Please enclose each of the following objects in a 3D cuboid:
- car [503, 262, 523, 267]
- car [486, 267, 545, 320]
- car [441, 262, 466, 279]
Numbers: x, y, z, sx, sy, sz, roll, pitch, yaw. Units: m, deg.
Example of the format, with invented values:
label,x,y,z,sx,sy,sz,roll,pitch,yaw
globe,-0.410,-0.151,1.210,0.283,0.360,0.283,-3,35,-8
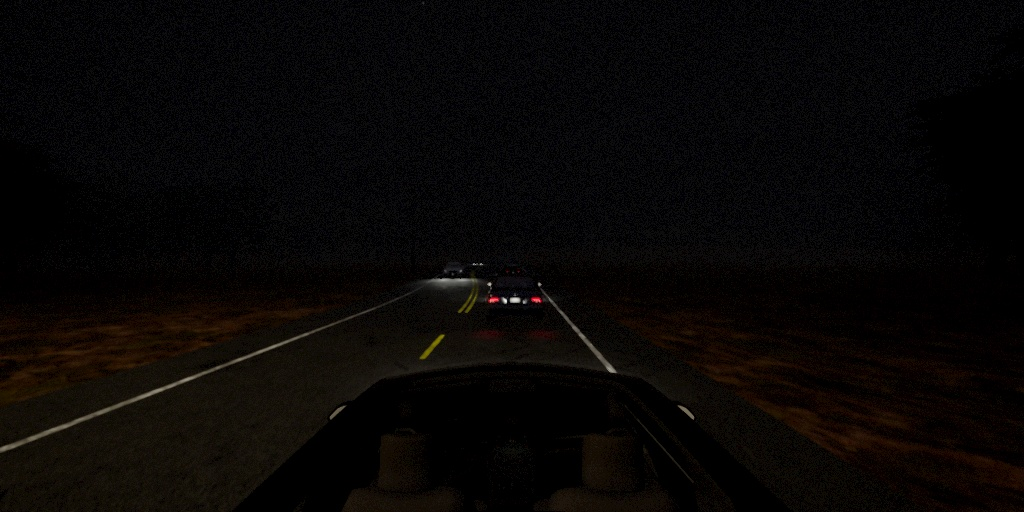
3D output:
label,x,y,z,sx,sy,sz,roll,pitch,yaw
car,0.094,1.280,33.930,1.812,1.442,4.674,0,0,0
car,0.092,1.302,12.659,2.033,1.411,5.357,0,0,0
car,-5.371,1.282,33.200,1.812,1.442,4.674,0,0,-7
